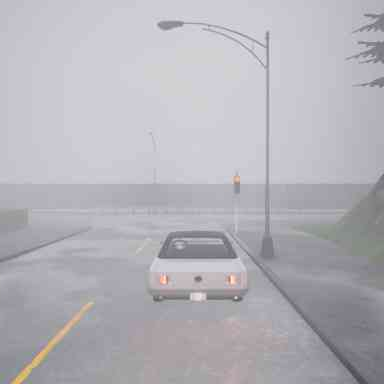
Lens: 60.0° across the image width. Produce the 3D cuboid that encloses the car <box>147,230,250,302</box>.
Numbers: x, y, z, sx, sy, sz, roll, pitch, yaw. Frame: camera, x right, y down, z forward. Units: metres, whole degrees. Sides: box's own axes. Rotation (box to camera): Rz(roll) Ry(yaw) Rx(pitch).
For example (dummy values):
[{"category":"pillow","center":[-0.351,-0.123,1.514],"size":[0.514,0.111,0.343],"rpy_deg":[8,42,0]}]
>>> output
[{"category":"car","center":[0.116,1.601,8.226],"size":[1.895,1.301,4.718],"rpy_deg":[0,0,0]}]
